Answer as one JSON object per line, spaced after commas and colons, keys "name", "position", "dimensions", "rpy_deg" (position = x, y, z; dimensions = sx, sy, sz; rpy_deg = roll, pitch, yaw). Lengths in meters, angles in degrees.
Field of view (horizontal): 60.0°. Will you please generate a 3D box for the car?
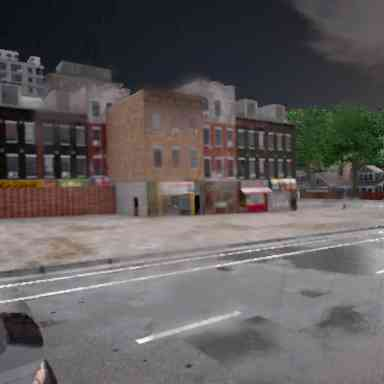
{"name": "car", "position": [-3.180, 1.494, 1.416], "dimensions": [4.902, 1.511, 2.128], "rpy_deg": [0, 0, -35]}
